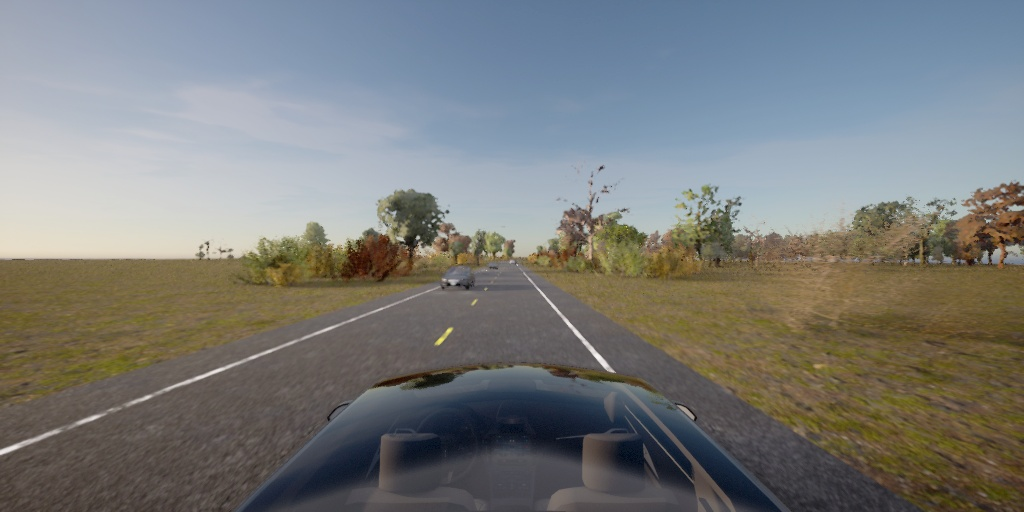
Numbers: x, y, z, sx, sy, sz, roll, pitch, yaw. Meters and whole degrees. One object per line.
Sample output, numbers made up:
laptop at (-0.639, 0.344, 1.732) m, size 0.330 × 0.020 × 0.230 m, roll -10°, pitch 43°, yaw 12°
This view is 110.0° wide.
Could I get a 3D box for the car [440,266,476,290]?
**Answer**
car at (-3.588, 1.467, 24.462) m, size 2.128 × 1.511 × 4.902 m, roll 0°, pitch -1°, yaw 0°
